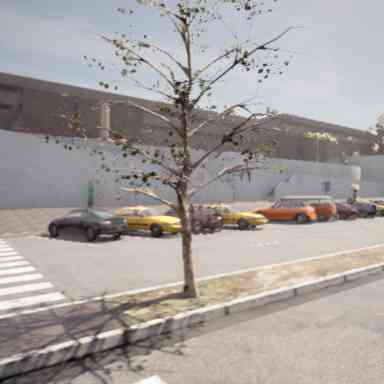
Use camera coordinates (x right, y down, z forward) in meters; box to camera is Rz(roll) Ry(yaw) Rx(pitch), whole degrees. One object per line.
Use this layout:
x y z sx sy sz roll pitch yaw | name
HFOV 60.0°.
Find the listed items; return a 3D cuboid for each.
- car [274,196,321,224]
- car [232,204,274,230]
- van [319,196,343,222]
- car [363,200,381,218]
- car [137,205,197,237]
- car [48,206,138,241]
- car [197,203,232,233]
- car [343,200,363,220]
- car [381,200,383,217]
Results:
6.958 1.413 25.231 4.553 1.767 2.185 -1 -1 34 | car
2.229 1.520 21.684 5.366 1.575 1.946 -1 -1 35 | car
9.469 1.315 26.925 4.442 1.987 1.878 -1 -1 35 | van
14.202 1.563 30.458 4.792 1.488 2.163 -1 0 35 | car
-2.630 1.500 18.223 5.366 1.575 1.946 -1 -1 35 | car
-5.211 1.539 16.591 4.674 1.452 2.002 -1 -1 35 | car
-0.380 1.545 20.070 4.792 1.488 2.163 -1 -1 35 | car
11.799 1.578 28.708 4.674 1.452 2.002 -1 0 35 | car
16.817 1.513 32.077 5.366 1.575 1.946 -1 -1 35 | car
